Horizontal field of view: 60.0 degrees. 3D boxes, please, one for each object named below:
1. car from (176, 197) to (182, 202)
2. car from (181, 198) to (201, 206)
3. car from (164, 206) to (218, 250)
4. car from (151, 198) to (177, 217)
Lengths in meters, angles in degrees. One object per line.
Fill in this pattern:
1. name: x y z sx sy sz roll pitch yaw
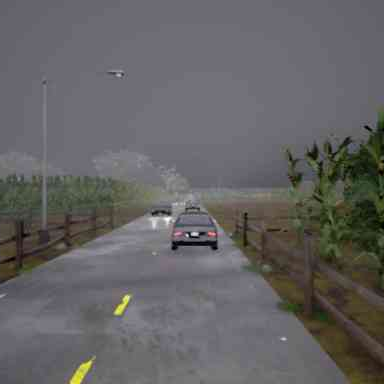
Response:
1. car: -2.779 1.760 74.303 1.994 1.385 4.181 0 0 0
2. car: 0.082 1.638 41.331 2.033 1.411 5.357 0 0 0
3. car: 0.097 1.554 14.391 2.033 1.411 5.357 0 0 0
4. car: -2.861 1.602 32.537 2.033 1.411 5.357 0 0 0
